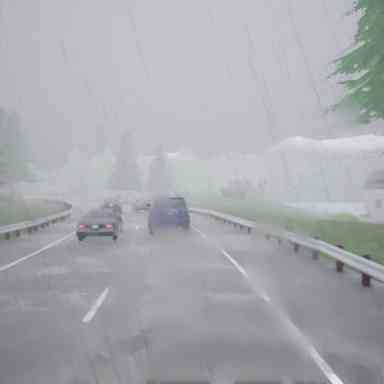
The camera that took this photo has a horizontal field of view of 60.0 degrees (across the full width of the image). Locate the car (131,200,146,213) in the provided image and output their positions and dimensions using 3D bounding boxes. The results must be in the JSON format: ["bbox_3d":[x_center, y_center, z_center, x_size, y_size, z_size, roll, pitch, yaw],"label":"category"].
[{"bbox_3d":[-5.798,1.583,38.148,2.033,1.411,5.357,0,0,-18],"label":"car"}]

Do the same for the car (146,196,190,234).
[{"bbox_3d":[-1.454,1.237,19.568,2.150,2.045,5.566,0,0,-8],"label":"car"}]

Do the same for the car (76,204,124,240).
[{"bbox_3d":[-4.603,1.567,17.082,2.033,1.411,5.357,0,0,-8],"label":"car"}]

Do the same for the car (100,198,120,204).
[{"bbox_3d":[-8.782,1.391,35.739,2.097,1.767,4.553,0,0,-17],"label":"car"}]
